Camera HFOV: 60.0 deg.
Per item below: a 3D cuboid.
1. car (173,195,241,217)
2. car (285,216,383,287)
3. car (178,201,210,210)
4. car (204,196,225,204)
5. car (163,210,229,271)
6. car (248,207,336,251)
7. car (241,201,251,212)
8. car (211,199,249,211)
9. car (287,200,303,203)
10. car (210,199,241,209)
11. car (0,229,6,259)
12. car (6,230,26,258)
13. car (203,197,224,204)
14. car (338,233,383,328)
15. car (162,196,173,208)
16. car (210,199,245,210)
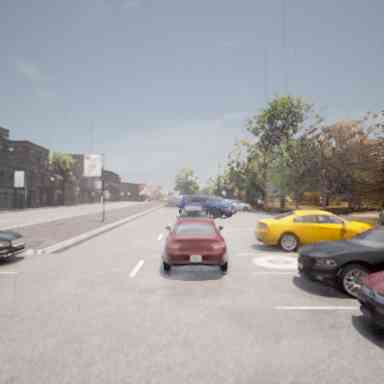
[{"bbox_3d":[1.351,1.362,31.224,5.566,2.045,2.150,0,1,34],"label":"car"},{"bbox_3d":[5.091,1.483,7.926,5.008,1.535,2.097,0,0,0],"label":"car"},{"bbox_3d":[0.111,1.623,24.791,1.812,1.442,4.674,0,0,0],"label":"car"},{"bbox_3d":[5.156,1.815,76.013,4.553,1.767,2.185,0,0,0],"label":"car"},{"bbox_3d":[0.093,1.539,10.788,1.812,1.442,4.674,0,0,0],"label":"car"},{"bbox_3d":[5.083,1.503,13.494,5.008,1.535,2.097,0,0,0],"label":"car"},{"bbox_3d":[5.103,1.739,41.979,4.674,1.452,2.002,0,0,0],"label":"car"},{"bbox_3d":[5.113,1.721,45.128,5.008,1.535,2.097,0,0,0],"label":"car"},{"bbox_3d":[20.980,1.544,64.404,4.902,1.511,2.128,0,-3,0],"label":"car"},{"bbox_3d":[5.108,1.808,51.676,4.674,1.452,2.002,0,0,0],"label":"car"},{"bbox_3d":[-7.966,1.233,7.937,5.566,2.045,2.435,0,0,0],"label":"car"},{"bbox_3d":[-7.999,1.493,10.737,4.892,1.521,2.231,0,0,0],"label":"car"},{"bbox_3d":[5.085,2.005,79.182,4.674,1.452,2.002,0,0,0],"label":"car"},{"bbox_3d":[5.087,1.520,5.139,4.674,1.452,2.002,0,0,0],"label":"car"},{"bbox_3d":[-3.234,1.654,53.830,2.097,1.767,4.553,0,0,0],"label":"car"},{"bbox_3d":[5.104,1.745,48.401,4.892,1.521,2.231,0,0,0],"label":"car"}]
